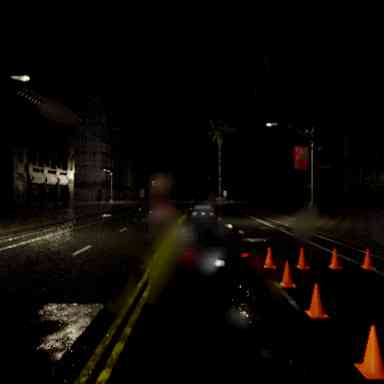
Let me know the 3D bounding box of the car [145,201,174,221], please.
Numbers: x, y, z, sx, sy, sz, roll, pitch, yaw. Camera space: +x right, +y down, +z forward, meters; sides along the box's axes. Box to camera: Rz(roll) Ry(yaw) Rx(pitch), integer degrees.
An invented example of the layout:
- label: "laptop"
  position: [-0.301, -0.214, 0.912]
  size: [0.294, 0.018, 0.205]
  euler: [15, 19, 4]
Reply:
- label: "car"
  position: [-2.569, 1.647, 28.821]
  size: [1.812, 1.442, 4.674]
  euler: [0, 0, 1]

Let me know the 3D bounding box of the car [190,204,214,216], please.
- label: "car"
  position: [0.860, 1.674, 27.236]
  size: [2.033, 1.411, 5.357]
  euler: [0, 0, 1]

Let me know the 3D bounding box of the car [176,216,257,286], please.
- label: "car"
  position: [0.606, 1.608, 9.631]
  size: [1.994, 1.385, 4.181]
  euler: [0, 0, 1]

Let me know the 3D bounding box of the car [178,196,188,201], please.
- label: "car"
  position: [-1.880, 1.473, 69.675]
  size: [1.812, 1.442, 4.674]
  euler: [0, 0, 1]

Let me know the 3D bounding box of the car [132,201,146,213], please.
- label: "car"
  position: [-5.670, 1.721, 38.575]
  size: [1.994, 1.385, 4.181]
  euler: [0, 0, 1]

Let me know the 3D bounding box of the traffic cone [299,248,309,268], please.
- label: "traffic cone"
  position: [3.382, 2.013, 10.202]
  size: [0.340, 0.580, 0.340]
  euler: [0, 0, 1]

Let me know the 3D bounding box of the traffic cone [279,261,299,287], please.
- label: "traffic cone"
  position: [2.353, 2.000, 8.217]
  size: [0.340, 0.580, 0.340]
  euler: [0, 0, 1]

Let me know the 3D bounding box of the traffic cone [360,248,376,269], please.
- label: "traffic cone"
  position: [5.381, 2.020, 10.173]
  size: [0.340, 0.580, 0.340]
  euler: [0, 0, 1]

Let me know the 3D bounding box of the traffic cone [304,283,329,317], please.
- label: "traffic cone"
  position: [2.324, 1.991, 6.217]
  size: [0.340, 0.580, 0.340]
  euler: [0, 0, 1]

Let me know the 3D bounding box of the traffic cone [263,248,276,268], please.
- label: "traffic cone"
  position: [2.382, 2.009, 10.216]
  size: [0.340, 0.580, 0.340]
  euler: [0, 0, 1]

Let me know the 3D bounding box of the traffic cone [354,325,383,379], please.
- label: "traffic cone"
  position: [2.296, 1.982, 4.217]
  size: [0.340, 0.580, 0.340]
  euler: [0, 0, 1]

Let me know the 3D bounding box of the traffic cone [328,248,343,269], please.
- label: "traffic cone"
  position: [4.381, 2.016, 10.188]
  size: [0.340, 0.580, 0.340]
  euler: [0, 0, 1]
